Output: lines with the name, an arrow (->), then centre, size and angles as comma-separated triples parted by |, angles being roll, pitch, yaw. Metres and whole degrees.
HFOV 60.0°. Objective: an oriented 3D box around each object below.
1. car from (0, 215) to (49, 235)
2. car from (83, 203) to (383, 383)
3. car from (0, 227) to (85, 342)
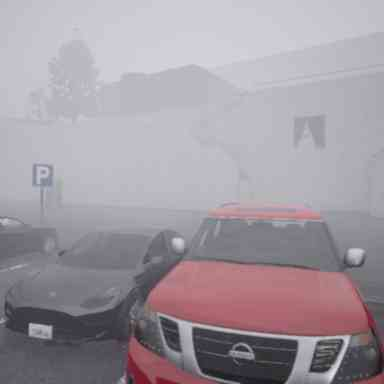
car -> -6.262, 1.410, 10.257 | 2.097, 1.535, 5.008 | 0, 0, 16
car -> 1.074, 1.221, 5.006 | 2.435, 2.045, 5.566 | 1, 0, 15
car -> -1.376, 1.479, 6.747 | 2.163, 1.488, 4.792 | 1, 0, 15
